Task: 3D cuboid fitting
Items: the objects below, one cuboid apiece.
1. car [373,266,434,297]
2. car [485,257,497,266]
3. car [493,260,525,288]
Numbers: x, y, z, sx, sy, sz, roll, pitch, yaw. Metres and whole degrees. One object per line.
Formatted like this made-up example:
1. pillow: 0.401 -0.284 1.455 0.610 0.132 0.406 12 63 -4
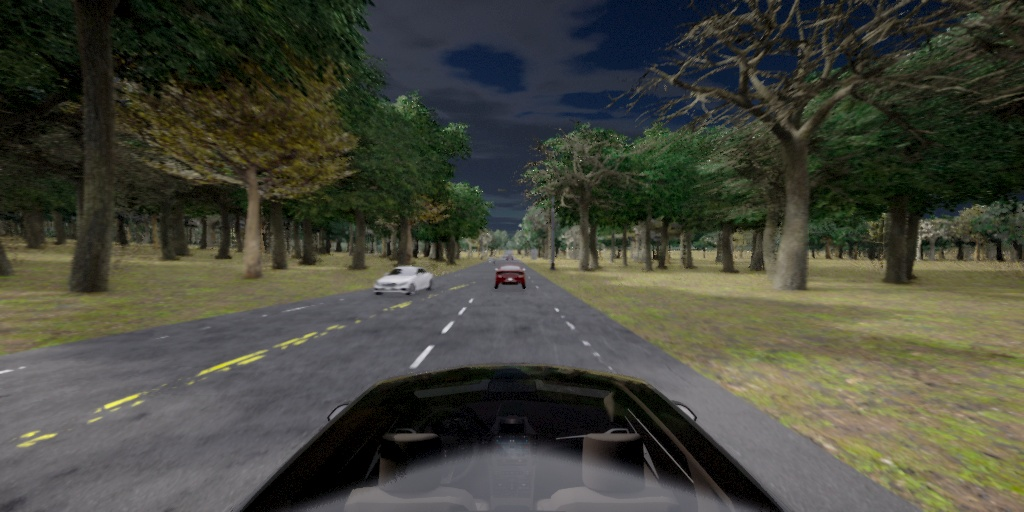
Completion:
1. car: -5.602 1.266 19.221 1.812 1.442 4.674 0 0 6
2. car: -3.846 0.928 64.982 2.128 1.511 4.902 0 0 0
3. car: -0.122 1.233 23.976 1.882 1.535 5.008 0 0 0
